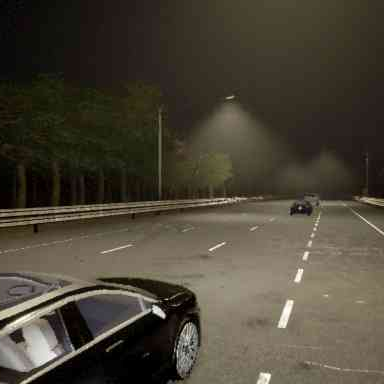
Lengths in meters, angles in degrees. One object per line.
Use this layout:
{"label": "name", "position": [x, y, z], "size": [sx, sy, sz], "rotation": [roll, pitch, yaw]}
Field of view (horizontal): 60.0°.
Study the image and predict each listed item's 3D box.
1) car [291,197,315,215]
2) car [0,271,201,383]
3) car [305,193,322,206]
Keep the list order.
{"label": "car", "position": [11.371, 1.572, 34.415], "size": [1.994, 1.385, 4.181], "rotation": [0, 0, 22]}
{"label": "car", "position": [-1.446, 1.491, 2.966], "size": [2.128, 1.511, 4.902], "rotation": [0, 0, 22]}
{"label": "car", "position": [20.844, 1.265, 57.674], "size": [2.150, 2.045, 5.566], "rotation": [0, 0, 22]}
